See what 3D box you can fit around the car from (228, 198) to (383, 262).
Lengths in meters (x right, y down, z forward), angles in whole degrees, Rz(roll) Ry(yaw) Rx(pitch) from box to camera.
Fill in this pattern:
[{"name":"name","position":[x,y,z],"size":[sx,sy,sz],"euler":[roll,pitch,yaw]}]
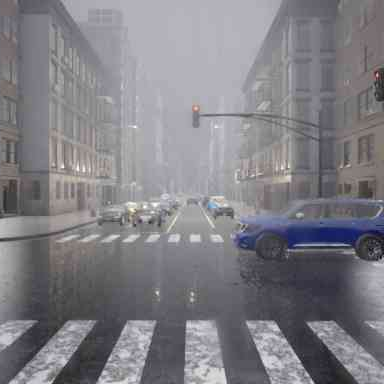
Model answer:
[{"name":"car","position":[4.307,1.248,11.830],"size":[5.566,2.045,2.150],"euler":[1,0,0]}]

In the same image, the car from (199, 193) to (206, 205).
[{"name":"car","position":[2.641,1.311,50.519],"size":[2.192,1.841,5.009],"euler":[0,0,0]}]

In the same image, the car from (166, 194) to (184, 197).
[{"name":"car","position":[-2.801,1.473,53.006],"size":[1.882,1.535,5.008],"euler":[0,0,1]}]

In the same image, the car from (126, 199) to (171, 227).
[{"name":"car","position":[-2.851,1.489,22.855],"size":[2.128,1.511,4.902],"euler":[0,0,0]}]

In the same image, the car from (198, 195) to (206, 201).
[{"name":"car","position":[2.648,1.560,88.363],"size":[1.947,1.339,4.313],"euler":[0,0,0]}]

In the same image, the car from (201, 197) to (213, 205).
[{"name":"car","position":[2.643,1.546,61.332],"size":[2.008,1.369,4.403],"euler":[0,0,0]}]

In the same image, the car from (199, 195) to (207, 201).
[{"name":"car","position":[2.647,1.539,82.957],"size":[1.887,1.381,4.507],"euler":[0,0,0]}]

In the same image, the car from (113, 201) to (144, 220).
[{"name":"car","position":[-5.398,1.523,28.723],"size":[1.752,1.417,4.829],"euler":[0,0,0]}]

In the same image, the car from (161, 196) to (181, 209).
[{"name":"car","position":[-2.838,1.560,42.752],"size":[1.994,1.385,4.181],"euler":[0,0,1]}]

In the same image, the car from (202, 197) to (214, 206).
[{"name":"car","position":[2.642,1.562,55.925],"size":[1.947,1.339,4.313],"euler":[0,0,0]}]

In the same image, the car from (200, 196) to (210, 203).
[{"name":"car","position":[2.644,1.521,66.907],"size":[1.752,1.417,4.829],"euler":[0,0,0]}]

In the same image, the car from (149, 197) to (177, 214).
[{"name":"car","position":[-2.848,1.544,32.738],"size":[2.033,1.411,5.357],"euler":[0,0,0]}]

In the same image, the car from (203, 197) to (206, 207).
[{"name":"car","position":[2.639,1.578,39.707],"size":[1.802,1.307,4.206],"euler":[0,0,0]}]

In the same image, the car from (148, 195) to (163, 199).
[{"name":"car","position":[-5.414,1.436,45.111],"size":[1.967,1.590,4.097],"euler":[0,0,0]}]

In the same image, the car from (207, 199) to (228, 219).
[{"name":"car","position":[2.637,1.548,28.894],"size":[2.008,1.369,4.403],"euler":[0,0,0]}]

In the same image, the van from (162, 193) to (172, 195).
[{"name":"van","position":[-5.435,1.336,66.736],"size":[1.690,1.788,3.998],"euler":[0,0,0]}]

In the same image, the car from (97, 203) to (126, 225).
[{"name":"car","position":[-5.392,1.549,23.486],"size":[2.008,1.369,4.403],"euler":[0,0,0]}]

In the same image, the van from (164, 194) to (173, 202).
[{"name":"van","position":[-5.446,1.336,77.548],"size":[1.690,1.788,3.998],"euler":[0,0,0]}]

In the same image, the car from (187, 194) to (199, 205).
[{"name":"car","position":[0.094,1.501,57.056],"size":[1.837,1.490,4.892],"euler":[0,0,0]}]

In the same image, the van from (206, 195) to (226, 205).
[{"name":"van","position":[2.638,1.338,34.300],"size":[1.690,1.788,3.998],"euler":[0,0,0]}]
